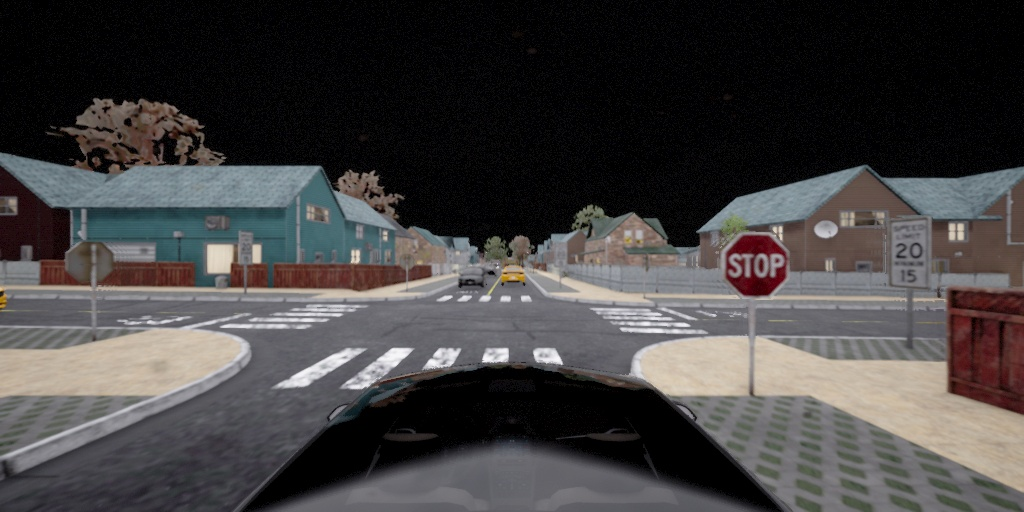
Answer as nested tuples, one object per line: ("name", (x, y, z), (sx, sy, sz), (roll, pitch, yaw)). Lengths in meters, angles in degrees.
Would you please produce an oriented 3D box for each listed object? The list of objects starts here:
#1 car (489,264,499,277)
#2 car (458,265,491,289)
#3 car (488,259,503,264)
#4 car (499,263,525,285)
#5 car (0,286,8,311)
("car", (-2.835, 1.964, 44.619), (1.895, 1.301, 4.718), (0, -1, 0))
("car", (-2.844, 1.579, 26.689), (1.837, 1.490, 4.892), (0, -1, 0))
("car", (-2.738, 1.549, 60.546), (2.150, 2.045, 5.566), (0, -1, 0))
("car", (0.106, 1.609, 30.585), (1.882, 1.535, 5.008), (0, -1, 0))
("car", (-18.978, 1.136, 11.115), (5.008, 1.535, 1.882), (1, 0, 0))
